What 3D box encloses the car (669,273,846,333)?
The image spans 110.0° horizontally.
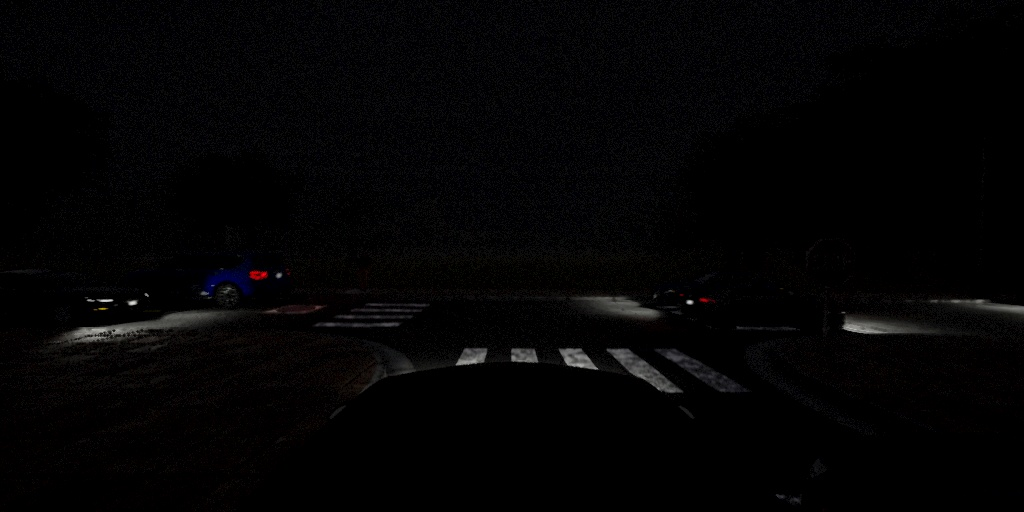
[{"bbox_3d":[7.344,1.385,10.791,4.181,1.385,1.994,1,2,0],"label":"car"}]

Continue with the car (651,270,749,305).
[{"bbox_3d":[7.807,1.274,13.723,4.674,1.442,1.812,1,2,0],"label":"car"}]

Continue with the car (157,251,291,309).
[{"bbox_3d":[-11.561,0.819,13.695,5.566,2.045,2.150,0,2,0],"label":"car"}]

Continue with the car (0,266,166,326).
[{"bbox_3d":[-13.811,1.171,10.748,4.892,1.490,1.837,0,2,0],"label":"car"}]

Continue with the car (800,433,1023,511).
[{"bbox_3d":[2.638,1.307,0.439,2.007,1.370,4.403,0,0,0],"label":"car"}]

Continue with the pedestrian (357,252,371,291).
[{"bbox_3d":[-6.890,0.687,16.606,0.375,1.860,0.375,0,1,0],"label":"pedestrian"}]
